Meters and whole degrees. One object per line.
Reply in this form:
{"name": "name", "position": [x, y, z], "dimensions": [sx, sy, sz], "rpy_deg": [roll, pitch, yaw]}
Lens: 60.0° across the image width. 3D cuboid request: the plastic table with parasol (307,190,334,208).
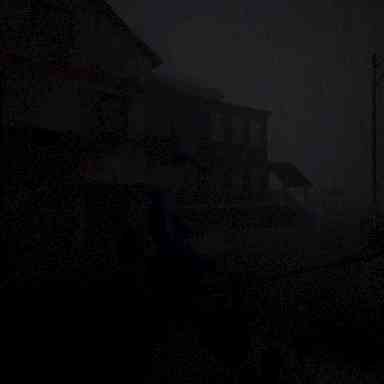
{"name": "plastic table with parasol", "position": [17.930, 0.951, 46.484], "dimensions": [2.482, 2.480, 2.482], "rpy_deg": [0, 0, -35]}
